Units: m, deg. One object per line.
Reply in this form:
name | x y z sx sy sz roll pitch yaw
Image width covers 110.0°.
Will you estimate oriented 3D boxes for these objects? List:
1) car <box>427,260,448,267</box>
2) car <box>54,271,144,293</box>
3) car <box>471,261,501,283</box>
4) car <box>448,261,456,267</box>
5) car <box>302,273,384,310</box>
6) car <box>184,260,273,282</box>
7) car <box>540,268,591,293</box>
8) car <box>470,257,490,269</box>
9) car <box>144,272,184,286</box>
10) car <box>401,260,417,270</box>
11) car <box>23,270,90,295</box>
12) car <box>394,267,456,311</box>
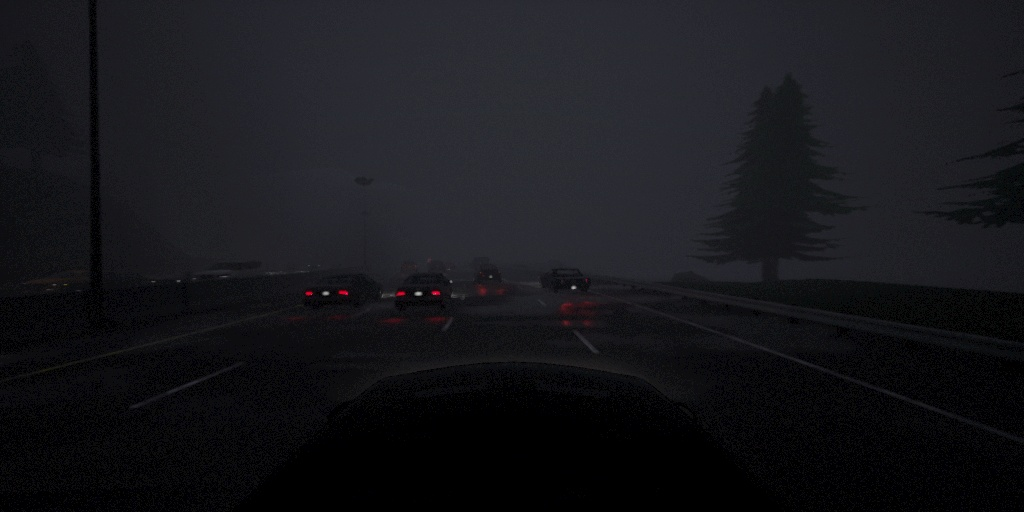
car | -10.409 1.346 49.023 2.097 1.767 4.553 -1 0 -18
car | -26.238 1.797 23.605 1.895 1.301 4.718 -1 0 -9
car | -1.993 1.354 28.805 1.812 1.442 4.674 0 0 -10
car | -10.970 1.589 61.304 1.994 1.385 4.181 -1 0 -22
car | -7.140 1.433 15.690 2.033 1.411 5.357 -1 0 -7
car | -19.384 1.316 24.942 2.150 2.045 5.566 -1 0 -9
car | 2.899 1.339 20.661 1.895 1.301 4.718 -1 0 -7
car | -5.007 1.144 55.951 2.150 2.045 5.566 0 0 -20
car | -23.021 1.751 25.603 1.895 1.301 4.718 -1 0 -9
car | -14.320 1.408 49.791 2.097 1.767 4.553 -1 0 -18
car | -29.956 1.734 24.590 1.882 1.535 5.008 -1 0 -10
car | -3.558 1.376 15.049 2.033 1.411 5.357 -1 0 -6
